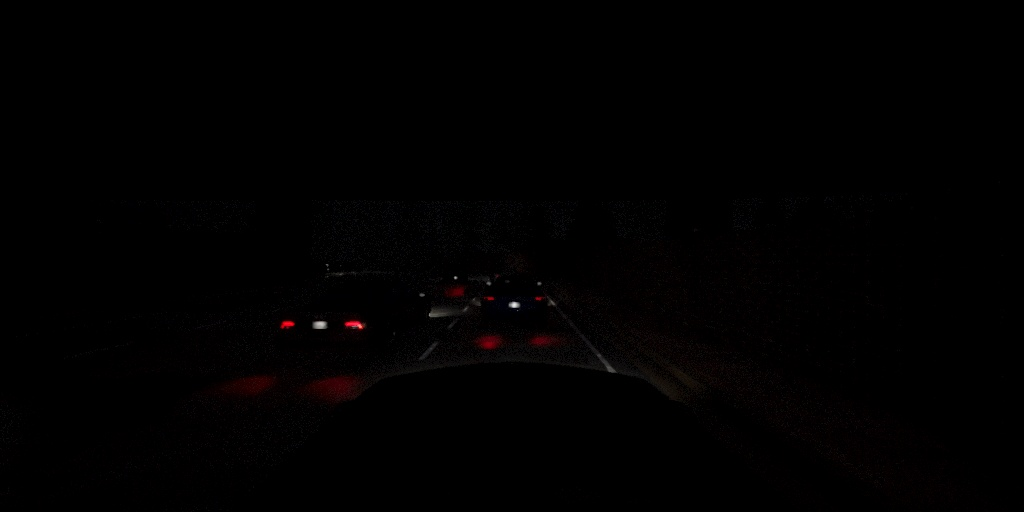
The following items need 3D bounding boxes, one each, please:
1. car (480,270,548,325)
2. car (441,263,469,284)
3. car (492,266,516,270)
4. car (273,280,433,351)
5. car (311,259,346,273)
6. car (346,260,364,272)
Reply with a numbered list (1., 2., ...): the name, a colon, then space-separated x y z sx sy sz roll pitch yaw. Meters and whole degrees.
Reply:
1. car: 0.068 1.317 11.790 1.994 1.385 4.181 0 0 0
2. car: -4.405 1.270 27.730 1.837 1.490 4.892 0 0 -10
3. car: -0.614 1.364 26.232 1.895 1.301 4.718 0 0 -8
4. car: -3.453 1.301 8.989 2.033 1.411 5.357 0 0 1
5. car: -23.189 1.121 44.518 4.553 1.767 2.097 0 0 33
6. car: -21.813 1.264 47.782 4.902 1.511 2.128 0 0 33
